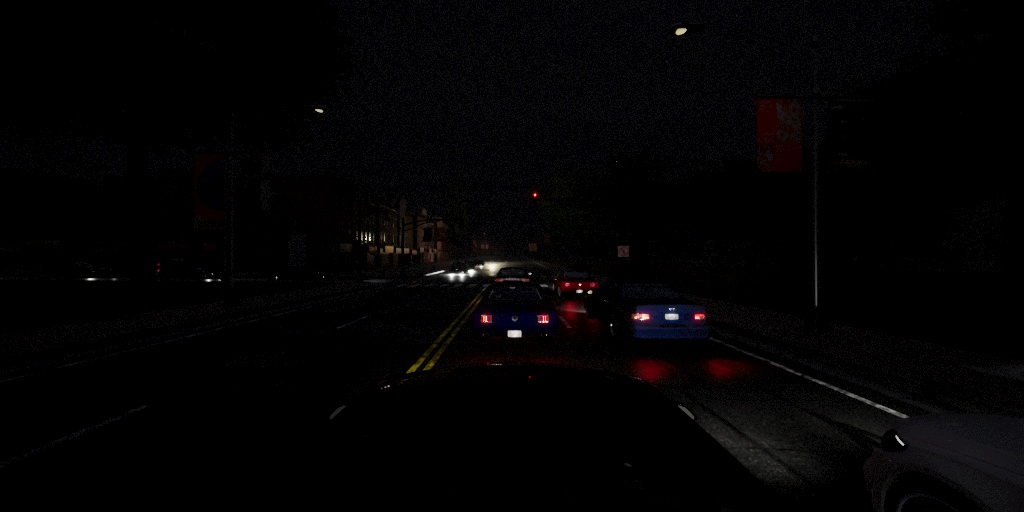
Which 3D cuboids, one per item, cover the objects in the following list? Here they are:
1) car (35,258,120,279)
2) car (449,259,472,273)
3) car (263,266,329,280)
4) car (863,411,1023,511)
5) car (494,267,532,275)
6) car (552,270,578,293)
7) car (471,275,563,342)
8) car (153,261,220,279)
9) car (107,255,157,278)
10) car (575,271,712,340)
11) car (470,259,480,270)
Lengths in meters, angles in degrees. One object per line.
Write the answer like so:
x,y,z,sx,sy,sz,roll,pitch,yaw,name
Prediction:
-36.884,1.164,30.260,5.008,1.535,1.882,0,0,0,car
-6.618,1.427,44.874,1.994,1.385,4.181,0,0,0,car
-18.098,1.449,30.251,4.718,1.301,1.895,1,0,0,car
3.344,1.275,0.487,1.812,1.442,4.674,0,0,0,car
0.045,1.314,19.178,1.882,1.535,5.008,0,0,0,car
3.296,1.440,19.606,1.895,1.301,4.718,0,0,0,car
0.078,1.374,9.837,1.895,1.301,4.718,0,0,0,car
-27.260,1.325,30.248,4.181,1.385,1.994,0,0,0,car
-35.962,0.936,33.200,5.566,2.045,2.150,0,0,0,car
3.328,1.322,9.963,2.033,1.411,5.357,0,0,0,car
-6.614,1.285,55.419,2.128,1.511,4.902,0,0,0,car
